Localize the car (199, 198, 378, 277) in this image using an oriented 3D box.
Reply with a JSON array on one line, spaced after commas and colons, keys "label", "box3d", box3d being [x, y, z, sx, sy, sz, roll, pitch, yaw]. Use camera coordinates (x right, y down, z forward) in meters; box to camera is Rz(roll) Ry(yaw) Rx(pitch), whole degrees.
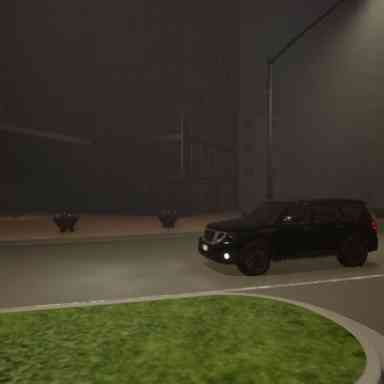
[{"label": "car", "box3d": [3.013, 1.221, 10.274, 5.566, 2.045, 2.150, 0, 0, -18]}]
